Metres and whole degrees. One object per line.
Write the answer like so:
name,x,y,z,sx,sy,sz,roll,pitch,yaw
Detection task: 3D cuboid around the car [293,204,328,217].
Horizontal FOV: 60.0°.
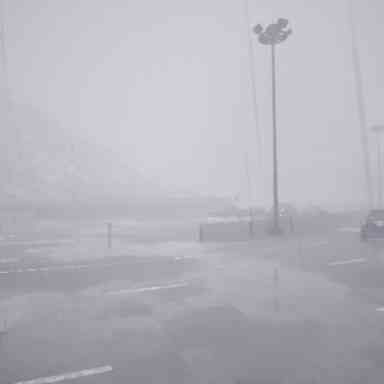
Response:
car,12.147,2.051,33.213,1.812,1.442,4.674,-1,-1,40

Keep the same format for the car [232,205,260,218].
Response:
car,6.868,2.247,37.806,1.895,1.301,4.718,-2,-3,39

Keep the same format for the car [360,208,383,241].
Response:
car,10.665,1.601,17.208,4.553,1.767,2.097,1,-1,-38

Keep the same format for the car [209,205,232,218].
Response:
car,4.215,2.280,40.080,2.033,1.411,5.357,-2,-2,39

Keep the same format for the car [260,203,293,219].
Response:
car,9.629,1.927,35.647,2.097,1.767,4.553,-1,-1,39
